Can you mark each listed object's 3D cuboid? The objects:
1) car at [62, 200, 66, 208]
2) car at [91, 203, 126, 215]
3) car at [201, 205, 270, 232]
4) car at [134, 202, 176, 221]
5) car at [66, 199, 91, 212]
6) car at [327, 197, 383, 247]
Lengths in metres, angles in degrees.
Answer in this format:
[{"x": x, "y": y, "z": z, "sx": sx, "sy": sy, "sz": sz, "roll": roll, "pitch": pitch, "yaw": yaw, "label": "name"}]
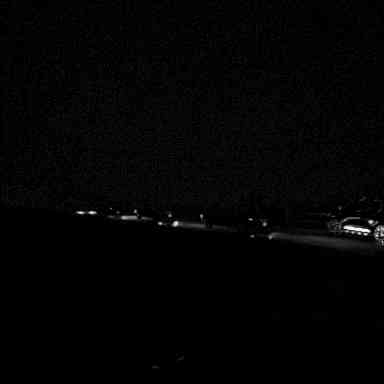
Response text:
[{"x": -21.410, "y": 2.017, "z": 58.537, "sx": 1.882, "sy": 1.535, "sz": 5.008, "roll": 1, "pitch": -1, "yaw": -36, "label": "car"}, {"x": -8.986, "y": 1.824, "z": 36.325, "sx": 1.895, "sy": 1.301, "sz": 4.718, "roll": 1, "pitch": -1, "yaw": -36, "label": "car"}, {"x": 2.551, "y": 1.551, "z": 20.429, "sx": 2.128, "sy": 1.511, "sz": 4.902, "roll": 1, "pitch": -1, "yaw": -37, "label": "car"}, {"x": -3.176, "y": 1.625, "z": 28.277, "sx": 2.128, "sy": 1.511, "sz": 4.902, "roll": 1, "pitch": -1, "yaw": -36, "label": "car"}, {"x": -14.842, "y": 1.825, "z": 44.487, "sx": 1.837, "sy": 1.490, "sz": 4.892, "roll": 1, "pitch": -1, "yaw": -36, "label": "car"}, {"x": 8.634, "y": 1.268, "z": 15.432, "sx": 2.150, "sy": 2.045, "sz": 5.566, "roll": 2, "pitch": -1, "yaw": -10, "label": "car"}]
